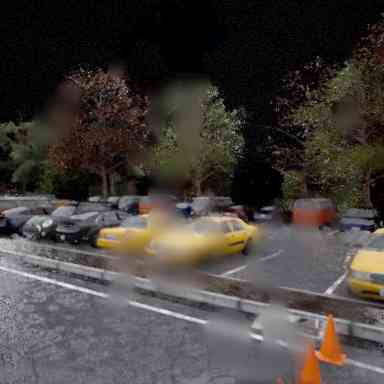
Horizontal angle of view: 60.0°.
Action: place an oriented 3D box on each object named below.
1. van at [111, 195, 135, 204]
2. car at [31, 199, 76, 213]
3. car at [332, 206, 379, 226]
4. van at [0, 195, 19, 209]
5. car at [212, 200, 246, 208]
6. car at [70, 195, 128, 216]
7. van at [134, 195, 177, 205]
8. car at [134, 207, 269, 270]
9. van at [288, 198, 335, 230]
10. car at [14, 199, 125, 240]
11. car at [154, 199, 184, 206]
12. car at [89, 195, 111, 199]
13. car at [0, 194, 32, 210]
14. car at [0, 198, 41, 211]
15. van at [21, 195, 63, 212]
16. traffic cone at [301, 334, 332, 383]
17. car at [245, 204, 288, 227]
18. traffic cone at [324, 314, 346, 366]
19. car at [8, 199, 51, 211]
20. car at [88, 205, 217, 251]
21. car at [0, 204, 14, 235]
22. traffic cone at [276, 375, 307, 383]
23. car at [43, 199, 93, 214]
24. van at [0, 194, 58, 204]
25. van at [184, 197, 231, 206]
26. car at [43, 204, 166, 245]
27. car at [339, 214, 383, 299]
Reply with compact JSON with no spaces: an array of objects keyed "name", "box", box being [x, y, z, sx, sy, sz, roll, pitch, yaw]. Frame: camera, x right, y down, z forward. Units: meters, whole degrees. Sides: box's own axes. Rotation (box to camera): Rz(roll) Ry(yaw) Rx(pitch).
[{"name":"van","box":[-5.229,1.381,31.964,1.878,1.987,4.442,0,0,35]},{"name":"car","box":[-16.589,1.641,40.106,2.002,1.452,4.674,0,0,35]},{"name":"car","box":[10.669,1.708,20.877,2.163,1.488,4.792,1,0,35]},{"name":"van","box":[-27.848,1.369,48.175,1.878,1.987,4.442,0,0,35]},{"name":"car","box":[3.912,1.652,25.705,2.163,1.488,4.792,0,0,35]},{"name":"car","box":[-9.707,1.354,35.226,2.435,2.045,5.566,0,0,35]},{"name":"van","box":[-2.829,1.384,30.560,1.878,1.987,4.442,0,0,35]},{"name":"car","box":[0.650,1.552,11.744,1.946,1.575,5.366,1,0,35]},{"name":"van","box":[8.389,1.430,22.662,1.878,1.987,4.442,1,0,35]},{"name":"car","box":[-5.930,1.391,16.642,2.185,1.767,4.553,0,0,35]},{"name":"car","box":[-0.630,1.611,28.873,2.097,1.535,5.008,0,0,35]},{"name":"car","box":[-7.442,1.355,33.631,2.435,2.045,5.566,0,0,35]},{"name":"car","box":[-25.666,1.344,46.461,2.435,2.045,5.566,0,0,35]},{"name":"car","box":[-23.287,1.596,44.812,2.097,1.535,5.008,0,0,35]},{"name":"van","box":[-18.788,1.374,41.796,1.878,1.987,4.442,0,0,35]},{"name":"traffic cone","box":[1.347,1.985,3.785,0.340,0.580,0.340,0,0,35]},{"name":"car","box":[6.070,1.665,24.185,2.163,1.488,4.792,1,0,35]},{"name":"traffic cone","box":[1.914,1.993,4.603,0.340,0.580,0.340,0,0,35]},{"name":"car","box":[-21.020,1.638,43.219,2.002,1.452,4.674,0,0,35]},{"name":"car","box":[-1.306,1.536,13.574,1.946,1.575,5.366,0,0,35]},{"name":"car","box":[-8.199,1.542,18.236,2.163,1.488,4.792,0,0,35]},{"name":"traffic cone","box":[0.778,1.978,2.964,0.340,0.580,0.340,0,0,35]},{"name":"car","box":[-14.227,1.602,38.433,2.097,1.535,5.008,0,0,35]},{"name":"van","box":[-10.418,1.286,19.908,1.878,1.987,4.442,0,0,35]},{"name":"van","box":[1.584,1.388,27.178,1.878,1.987,4.442,0,0,35]},{"name":"car","box":[-3.679,1.525,15.011,2.231,1.521,4.892,0,0,35]},{"name":"car","box":[5.288,1.602,8.478,1.946,1.575,5.366,1,0,35]}]
